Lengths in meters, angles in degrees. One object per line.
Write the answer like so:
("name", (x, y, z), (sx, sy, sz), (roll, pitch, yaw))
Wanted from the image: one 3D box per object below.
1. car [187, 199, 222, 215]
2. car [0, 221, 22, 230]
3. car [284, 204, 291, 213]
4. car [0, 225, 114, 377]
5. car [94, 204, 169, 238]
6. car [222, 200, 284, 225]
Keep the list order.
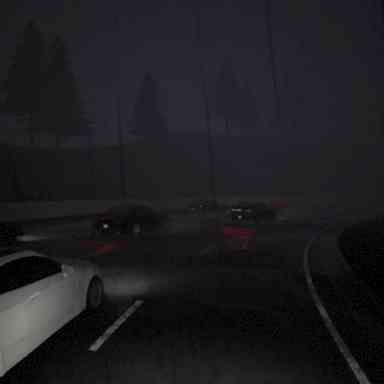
("car", (1.476, 1.351, 31.276), (1.812, 1.442, 4.674), (0, 0, 39))
("car", (-8.678, 1.415, 11.987), (2.033, 1.411, 5.357), (0, 0, 16))
("car", (7.793, 1.462, 32.721), (4.718, 1.301, 1.895), (0, 0, -44))
("car", (-2.817, 1.478, 4.564), (1.812, 1.442, 4.674), (0, 0, 7))
("car", (-2.894, 1.356, 17.062), (1.882, 1.535, 5.008), (0, 0, 22))
("car", (4.361, 1.385, 23.143), (2.128, 1.511, 4.902), (1, 0, 33))
